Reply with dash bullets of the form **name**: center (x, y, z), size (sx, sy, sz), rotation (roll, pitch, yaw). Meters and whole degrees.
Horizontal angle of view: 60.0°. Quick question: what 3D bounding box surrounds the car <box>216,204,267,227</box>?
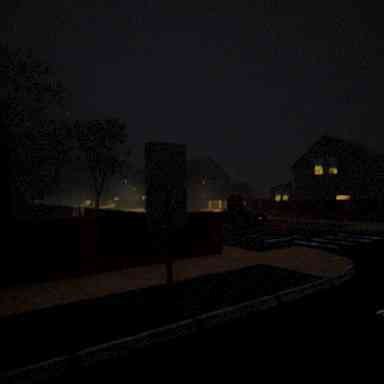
- **car**: center (3.367, 1.682, 24.798), size (1.882, 1.535, 5.008), rotation (-2, 0, -32)
